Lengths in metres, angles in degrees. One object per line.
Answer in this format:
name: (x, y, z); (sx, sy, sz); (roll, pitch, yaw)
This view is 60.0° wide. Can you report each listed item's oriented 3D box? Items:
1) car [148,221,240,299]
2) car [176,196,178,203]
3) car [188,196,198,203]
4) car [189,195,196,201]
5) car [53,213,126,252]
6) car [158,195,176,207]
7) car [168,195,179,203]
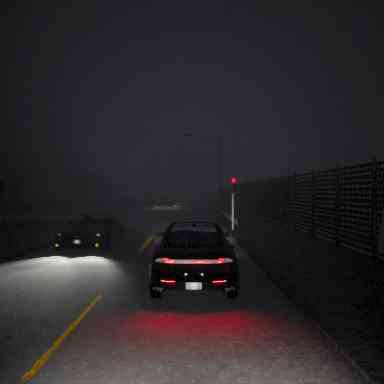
car: (0.057, 1.492, 8.462); (2.128, 1.511, 4.902); (0, 0, 1)
car: (-4.002, 1.601, 60.668); (1.895, 1.301, 4.718); (0, 0, 0)
car: (0.173, 1.600, 67.134); (1.895, 1.301, 4.718); (0, 0, 0)
car: (0.090, 1.595, 88.085); (1.895, 1.301, 4.718); (0, 0, 0)
car: (-4.050, 1.564, 13.717); (1.994, 1.385, 4.181); (0, 0, 0)
car: (-4.040, 1.352, 51.301); (2.097, 1.767, 4.553); (0, 0, 0)
car: (-3.923, 1.478, 71.103); (1.882, 1.535, 5.008); (0, 0, 0)
